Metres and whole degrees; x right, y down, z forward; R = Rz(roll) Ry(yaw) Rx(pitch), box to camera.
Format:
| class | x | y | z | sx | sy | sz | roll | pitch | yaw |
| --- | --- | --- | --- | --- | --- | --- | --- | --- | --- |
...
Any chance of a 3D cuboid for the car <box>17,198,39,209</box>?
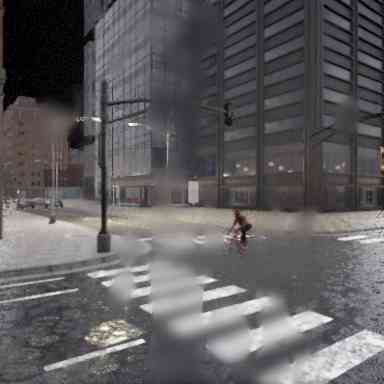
| class | x | y | z | sx | sy | sz | roll | pitch | yaw |
| --- | --- | --- | --- | --- | --- | --- | --- | --- | --- |
| car | -24.811 | 1.765 | 49.563 | 2.033 | 1.411 | 5.357 | 0 | 0 | -36 |

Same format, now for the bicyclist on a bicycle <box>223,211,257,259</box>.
| class | x | y | z | sx | sy | sz | roll | pitch | yaw |
| --- | --- | --- | --- | --- | --- | --- | --- | --- | --- |
| bicyclist on a bicycle | 1.688 | 1.466 | 11.521 | 1.656 | 1.620 | 0.582 | 0 | 0 | -35 |

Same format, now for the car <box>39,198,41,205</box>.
| class | x | y | z | sx | sy | sz | roll | pitch | yaw |
| --- | --- | --- | --- | --- | --- | --- | --- | --- | --- |
| car | -26.026 | 1.715 | 56.385 | 2.128 | 1.511 | 4.902 | 0 | 0 | -36 |

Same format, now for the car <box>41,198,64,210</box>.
| class | x | y | z | sx | sy | sz | roll | pitch | yaw |
| --- | --- | --- | --- | --- | --- | --- | --- | --- | --- |
| car | -19.927 | 1.722 | 48.005 | 1.837 | 1.490 | 4.892 | 0 | 0 | -35 |
